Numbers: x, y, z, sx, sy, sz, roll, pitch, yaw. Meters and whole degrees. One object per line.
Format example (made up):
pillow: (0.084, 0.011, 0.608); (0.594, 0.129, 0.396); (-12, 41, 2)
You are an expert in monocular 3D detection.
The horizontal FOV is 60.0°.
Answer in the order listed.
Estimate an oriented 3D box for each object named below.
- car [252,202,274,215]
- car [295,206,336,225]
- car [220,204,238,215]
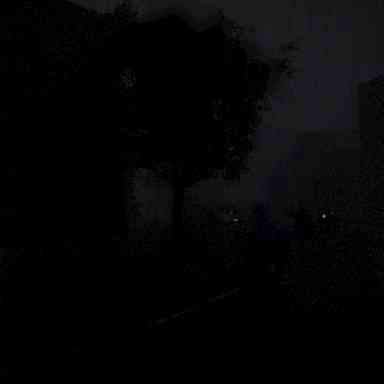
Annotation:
car: (8.951, 2.061, 42.301); (1.882, 1.535, 5.008); (-3, -1, -3)
car: (9.703, 1.814, 26.577); (1.994, 1.385, 4.181); (-3, -1, -2)
car: (5.054, 2.353, 46.321); (2.033, 1.411, 5.357); (-3, 0, -3)
